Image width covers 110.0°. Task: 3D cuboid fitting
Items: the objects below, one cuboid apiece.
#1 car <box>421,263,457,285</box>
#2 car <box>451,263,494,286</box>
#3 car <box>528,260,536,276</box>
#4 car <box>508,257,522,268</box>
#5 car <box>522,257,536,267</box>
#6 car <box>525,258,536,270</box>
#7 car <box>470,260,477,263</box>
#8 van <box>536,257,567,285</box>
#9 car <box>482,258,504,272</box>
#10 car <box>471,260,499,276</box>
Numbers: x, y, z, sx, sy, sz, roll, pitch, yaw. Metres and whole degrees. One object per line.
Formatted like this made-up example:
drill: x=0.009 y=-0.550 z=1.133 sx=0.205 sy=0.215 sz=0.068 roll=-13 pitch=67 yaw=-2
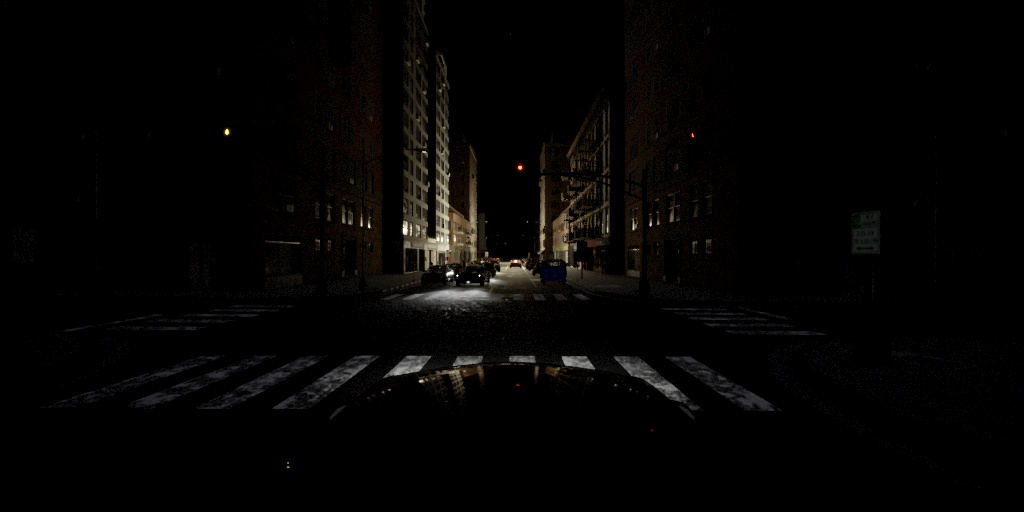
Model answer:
car: x=-5.186 y=1.299 z=25.407 sx=2.007 sy=1.370 sz=4.403 roll=0 pitch=0 yaw=1
car: x=-2.659 y=1.349 z=25.115 sx=1.895 sy=1.301 sz=4.718 roll=0 pitch=0 yaw=4
car: x=2.939 y=1.329 z=36.707 sx=1.802 sy=1.307 sz=4.207 roll=0 pitch=0 yaw=1
car: x=0.601 y=1.336 z=59.026 sx=1.895 sy=1.301 sz=4.718 roll=0 pitch=0 yaw=1
car: x=3.088 y=1.054 z=53.751 sx=2.192 sy=1.841 sz=5.009 roll=0 pitch=0 yaw=1
car: x=3.038 y=1.325 z=48.070 sx=1.802 sy=1.307 sz=4.207 roll=0 pitch=0 yaw=1
car: x=-4.988 y=1.269 z=47.964 sx=1.751 sy=1.417 sz=4.829 roll=0 pitch=0 yaw=1
van: x=2.839 y=1.089 z=25.345 sx=1.690 sy=1.789 sz=3.998 roll=0 pitch=0 yaw=1
car: x=-2.465 y=1.309 z=45.180 sx=1.994 sy=1.385 sz=4.181 roll=0 pitch=0 yaw=1
car: x=-2.558 y=1.349 z=35.126 sx=1.895 sy=1.301 sz=4.718 roll=0 pitch=0 yaw=0
